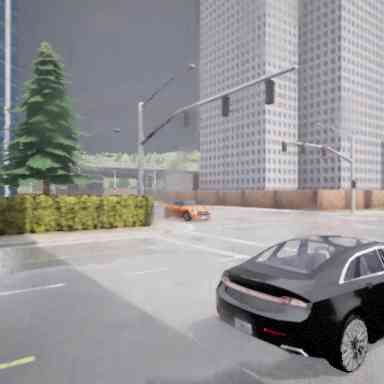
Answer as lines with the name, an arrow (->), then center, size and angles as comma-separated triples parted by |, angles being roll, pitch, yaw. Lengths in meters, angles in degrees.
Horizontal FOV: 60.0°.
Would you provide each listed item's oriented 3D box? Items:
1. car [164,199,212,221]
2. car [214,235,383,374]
car -> -0.379, 1.375, 27.276 | 2.097, 1.767, 4.553 | 0, 0, -35
car -> 2.625, 1.499, 5.656 | 4.902, 1.511, 2.128 | 0, 0, -36
